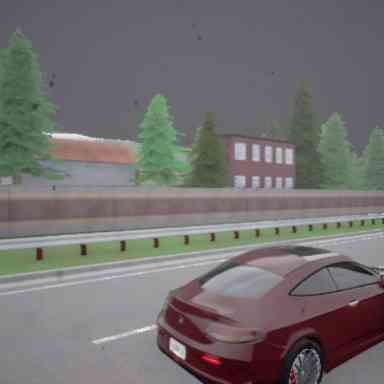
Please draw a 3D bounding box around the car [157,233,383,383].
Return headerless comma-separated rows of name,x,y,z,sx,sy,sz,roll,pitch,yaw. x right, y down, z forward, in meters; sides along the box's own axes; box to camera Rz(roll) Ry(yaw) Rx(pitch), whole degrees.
car,1.719,1.544,4.972,4.674,1.442,1.812,0,0,-35
